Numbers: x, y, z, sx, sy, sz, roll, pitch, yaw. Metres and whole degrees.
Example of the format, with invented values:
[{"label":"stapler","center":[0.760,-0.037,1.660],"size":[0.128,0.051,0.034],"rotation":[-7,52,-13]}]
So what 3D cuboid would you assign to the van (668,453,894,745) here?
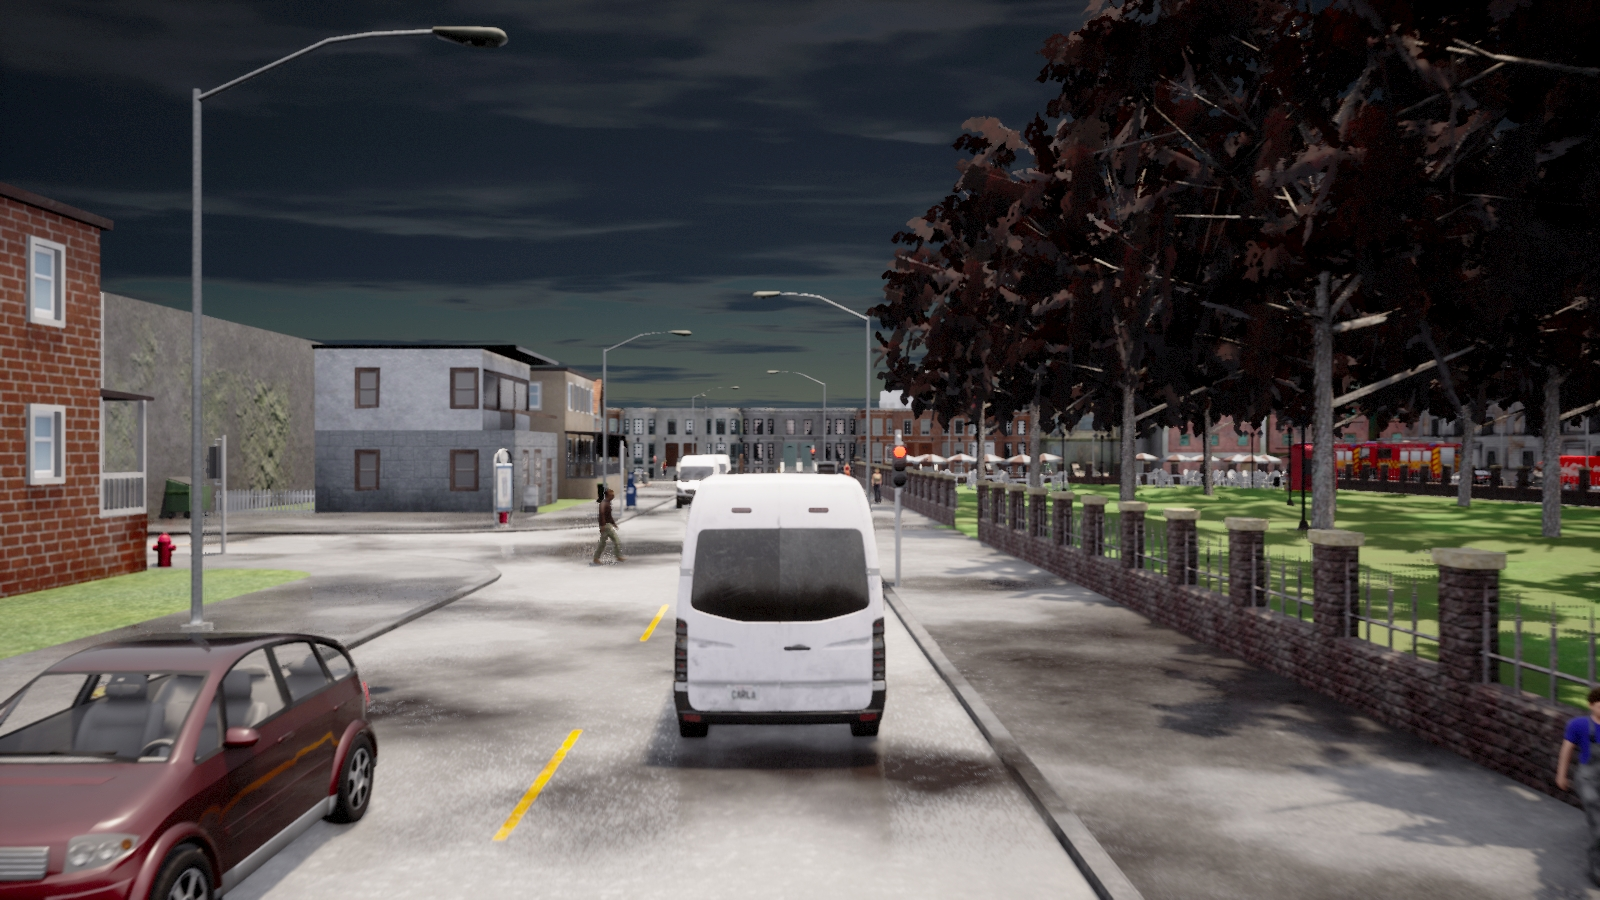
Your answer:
[{"label":"van","center":[-0.232,1.323,13.037],"size":[1.988,2.561,5.915],"rotation":[0,0,-1]}]

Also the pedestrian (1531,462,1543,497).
[{"label":"pedestrian","center":[39.379,1.561,61.036],"size":[0.375,1.860,0.375],"rotation":[0,0,-1]}]

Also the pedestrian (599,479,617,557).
[{"label":"pedestrian","center":[-4.666,1.647,27.795],"size":[0.375,1.860,0.375],"rotation":[0,0,-1]}]

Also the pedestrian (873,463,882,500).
[{"label":"pedestrian","center":[3.890,1.561,57.302],"size":[0.375,1.860,0.375],"rotation":[0,0,-8]}]

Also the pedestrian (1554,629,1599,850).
[{"label":"pedestrian","center":[5.048,1.811,7.200],"size":[0.375,1.300,0.375],"rotation":[0,0,11]}]

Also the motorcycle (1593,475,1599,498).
[{"label":"motorcycle","center":[44.154,1.998,62.058],"size":[0.856,1.236,1.805],"rotation":[0,0,-1]}]

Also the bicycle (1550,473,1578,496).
[{"label":"bicycle","center":[44.108,1.979,65.976],"size":[0.329,1.271,1.835],"rotation":[0,0,-1]}]

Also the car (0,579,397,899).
[{"label":"car","center":[-4.116,1.812,7.353],"size":[1.789,1.549,3.705],"rotation":[0,0,-1]}]

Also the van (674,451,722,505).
[{"label":"van","center":[-5.054,1.351,57.480],"size":[1.988,2.561,5.915],"rotation":[0,0,-1]}]
